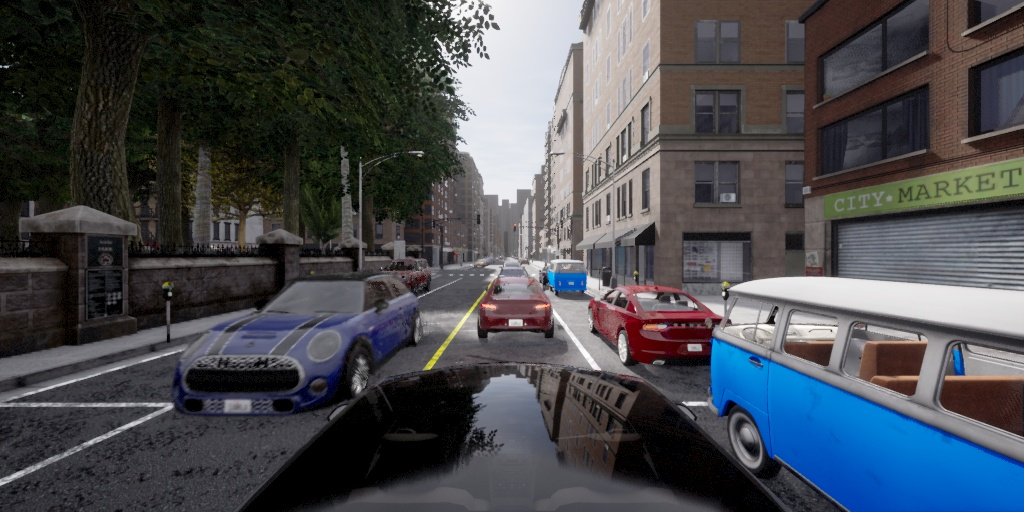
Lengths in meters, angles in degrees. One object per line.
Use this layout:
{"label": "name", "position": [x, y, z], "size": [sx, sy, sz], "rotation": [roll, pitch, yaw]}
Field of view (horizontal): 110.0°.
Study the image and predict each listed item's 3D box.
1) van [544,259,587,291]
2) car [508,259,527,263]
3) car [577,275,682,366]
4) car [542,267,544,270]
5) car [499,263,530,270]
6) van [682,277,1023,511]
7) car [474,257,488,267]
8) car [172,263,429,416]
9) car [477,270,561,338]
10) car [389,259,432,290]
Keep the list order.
{"label": "van", "position": [2.857, 1.086, 19.152], "size": [1.690, 1.789, 3.998], "rotation": [0, 0, 0]}
{"label": "car", "position": [0.004, 1.242, 29.355], "size": [1.837, 1.490, 4.892], "rotation": [0, 0, 0]}
{"label": "car", "position": [2.857, 1.294, 7.831], "size": [1.888, 1.381, 4.507], "rotation": [0, 0, 0]}
{"label": "car", "position": [2.857, 1.307, 24.812], "size": [1.948, 1.339, 4.313], "rotation": [0, 0, 0]}
{"label": "car", "position": [0.097, 1.292, 19.611], "size": [2.033, 1.411, 5.357], "rotation": [0, 0, 1]}
{"label": "van", "position": [2.856, 1.091, 2.170], "size": [1.690, 1.789, 3.998], "rotation": [0, 0, 0]}
{"label": "car", "position": [-5.667, 1.230, 62.631], "size": [1.751, 1.417, 4.829], "rotation": [0, 0, 0]}
{"label": "car", "position": [-3.099, 1.102, 6.295], "size": [2.097, 1.767, 4.553], "rotation": [0, 0, 0]}
{"label": "car", "position": [0.095, 1.275, 10.032], "size": [1.812, 1.442, 4.674], "rotation": [0, 0, 0]}
{"label": "car", "position": [-5.668, 1.060, 19.112], "size": [2.192, 1.841, 5.009], "rotation": [0, 0, 0]}
